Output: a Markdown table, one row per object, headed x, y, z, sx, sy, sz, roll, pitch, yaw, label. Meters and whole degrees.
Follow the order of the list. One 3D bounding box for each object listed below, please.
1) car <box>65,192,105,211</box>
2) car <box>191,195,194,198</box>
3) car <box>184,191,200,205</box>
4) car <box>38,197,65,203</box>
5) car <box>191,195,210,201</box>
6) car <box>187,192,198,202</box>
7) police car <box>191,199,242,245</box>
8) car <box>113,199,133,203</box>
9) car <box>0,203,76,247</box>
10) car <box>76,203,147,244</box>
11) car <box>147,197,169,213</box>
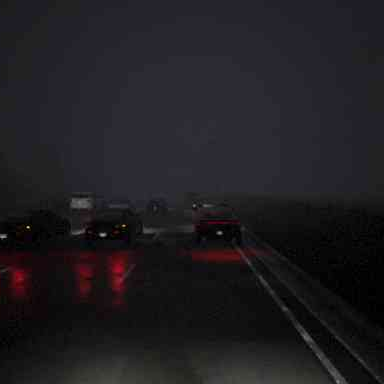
| x | y | z | sx | sy | sz | roll | pitch | yaw | label |
| --- | --- | --- | --- | --- | --- | --- | --- | --- | --- |
| -10.397 | 1.004 | 33.456 | 2.150 | 2.045 | 5.566 | 0 | 0 | 0 | car |
| 1.052 | 1.303 | 31.112 | 1.837 | 1.490 | 4.892 | 0 | 0 | 0 | car |
| 0.005 | 0.891 | 50.743 | 2.150 | 2.045 | 5.566 | 0 | 0 | 0 | car |
| -13.897 | 1.273 | 33.618 | 2.128 | 1.511 | 4.902 | 0 | 0 | 0 | car |
| 1.052 | 1.290 | 25.302 | 1.801 | 1.575 | 5.366 | 0 | 0 | 0 | car |
| 0.006 | 0.926 | 65.683 | 2.097 | 1.767 | 4.553 | 0 | 0 | 0 | car |
| 1.051 | 1.326 | 15.221 | 1.930 | 1.638 | 5.238 | 0 | 0 | 0 | police car |
| -6.897 | 1.382 | 33.511 | 1.895 | 1.301 | 4.718 | 0 | 0 | 0 | car |
| -6.899 | 1.431 | 14.505 | 1.812 | 1.442 | 4.674 | 0 | 0 | 0 | car |
| -3.399 | 1.428 | 14.987 | 1.812 | 1.442 | 4.674 | 0 | 0 | 0 | car |
| -3.397 | 1.276 | 33.084 | 2.128 | 1.511 | 4.902 | 0 | 0 | 0 | car |
